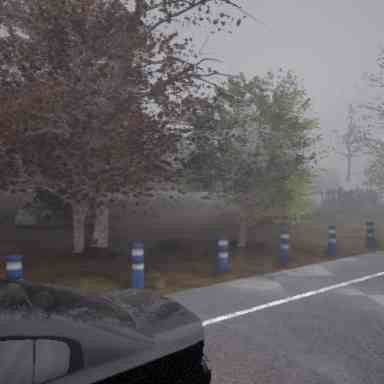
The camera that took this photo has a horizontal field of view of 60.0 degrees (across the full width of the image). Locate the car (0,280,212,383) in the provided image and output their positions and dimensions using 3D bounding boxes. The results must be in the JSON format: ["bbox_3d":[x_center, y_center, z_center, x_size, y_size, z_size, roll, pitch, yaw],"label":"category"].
[{"bbox_3d":[-2.167,1.463,2.094,5.008,1.535,1.882,0,0,-36],"label":"car"}]
